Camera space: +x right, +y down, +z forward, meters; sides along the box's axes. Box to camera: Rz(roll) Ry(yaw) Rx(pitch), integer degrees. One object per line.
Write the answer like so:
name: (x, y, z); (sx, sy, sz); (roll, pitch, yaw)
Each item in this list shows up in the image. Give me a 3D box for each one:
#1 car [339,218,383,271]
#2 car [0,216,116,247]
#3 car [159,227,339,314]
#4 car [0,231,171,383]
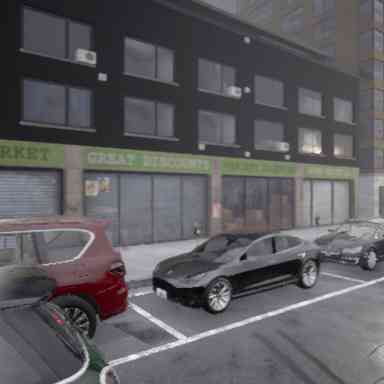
car: (5.694, 1.560, 10.827); (4.403, 1.369, 2.008); (0, 0, -35)
car: (-3.300, 1.315, 4.413); (5.009, 1.841, 2.192); (0, 0, -35)
car: (1.197, 1.571, 7.620); (4.313, 1.339, 1.947); (0, 0, -35)
car: (-2.603, 1.350, 1.513); (4.553, 1.767, 2.097); (0, 0, -35)
